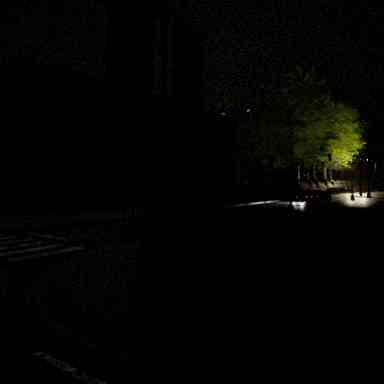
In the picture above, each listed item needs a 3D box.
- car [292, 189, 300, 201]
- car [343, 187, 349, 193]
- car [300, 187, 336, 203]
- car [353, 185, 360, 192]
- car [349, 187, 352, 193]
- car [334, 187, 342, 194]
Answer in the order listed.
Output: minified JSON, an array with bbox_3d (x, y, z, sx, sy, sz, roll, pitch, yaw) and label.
[{"bbox_3d":[14.339,0.341,42.941,2.128,1.511,4.902,1,2,36],"label":"car"},{"bbox_3d":[31.638,-0.375,71.512,2.008,1.369,4.403,3,3,35],"label":"car"},{"bbox_3d":[14.743,0.507,38.791,2.033,1.411,5.357,1,2,36],"label":"car"},{"bbox_3d":[41.136,-0.686,84.817,1.802,1.307,4.206,2,3,35],"label":"car"},{"bbox_3d":[34.804,-0.476,75.948,1.947,1.339,4.313,3,3,35],"label":"car"},{"bbox_3d":[27.470,-0.220,65.723,2.008,1.369,4.403,3,3,35],"label":"car"}]
